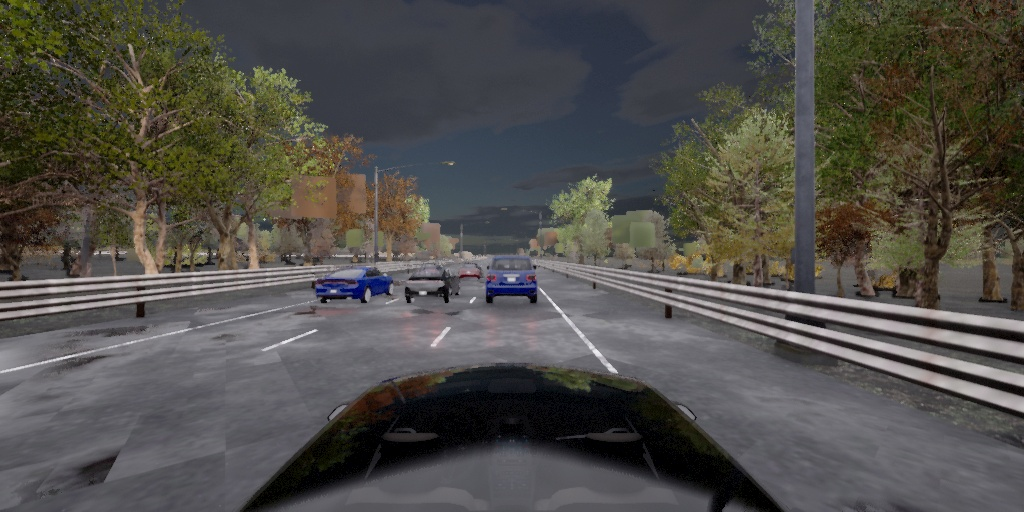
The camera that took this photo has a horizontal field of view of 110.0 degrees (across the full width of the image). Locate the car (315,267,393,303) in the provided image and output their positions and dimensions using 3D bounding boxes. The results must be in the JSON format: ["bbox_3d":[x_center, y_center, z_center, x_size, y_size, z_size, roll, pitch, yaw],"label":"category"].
[{"bbox_3d":[-7.022,1.234,16.559,1.882,1.535,5.008,0,0,0],"label":"car"}]

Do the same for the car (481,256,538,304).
[{"bbox_3d":[-0.023,1.007,16.610,2.150,2.045,5.566,0,0,0],"label":"car"}]

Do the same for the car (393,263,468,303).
[{"bbox_3d":[-3.523,1.244,16.569,2.128,1.511,4.902,0,0,0],"label":"car"}]

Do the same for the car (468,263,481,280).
[{"bbox_3d":[-3.591,1.320,31.585,1.994,1.385,4.181,0,0,0],"label":"car"}]
